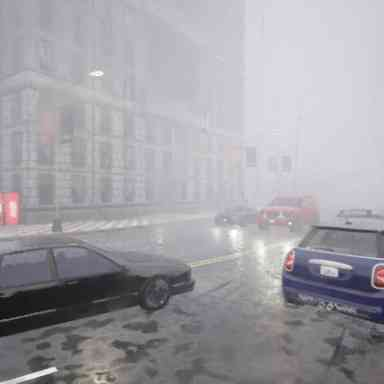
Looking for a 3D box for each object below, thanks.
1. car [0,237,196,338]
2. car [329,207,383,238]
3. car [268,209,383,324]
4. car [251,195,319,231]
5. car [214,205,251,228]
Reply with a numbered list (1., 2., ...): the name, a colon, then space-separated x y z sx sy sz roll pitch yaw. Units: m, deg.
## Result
1. car: -2.519 1.542 5.894 5.357 1.411 2.033 0 0 -37
2. car: 9.298 1.592 18.549 1.895 1.301 4.718 0 0 37
3. car: 3.863 1.348 6.987 4.553 1.767 2.097 0 0 -42
4. car: 5.916 1.211 19.928 2.150 2.045 5.566 0 0 37
5. car: 3.226 1.550 22.171 1.994 1.385 4.181 0 0 37
